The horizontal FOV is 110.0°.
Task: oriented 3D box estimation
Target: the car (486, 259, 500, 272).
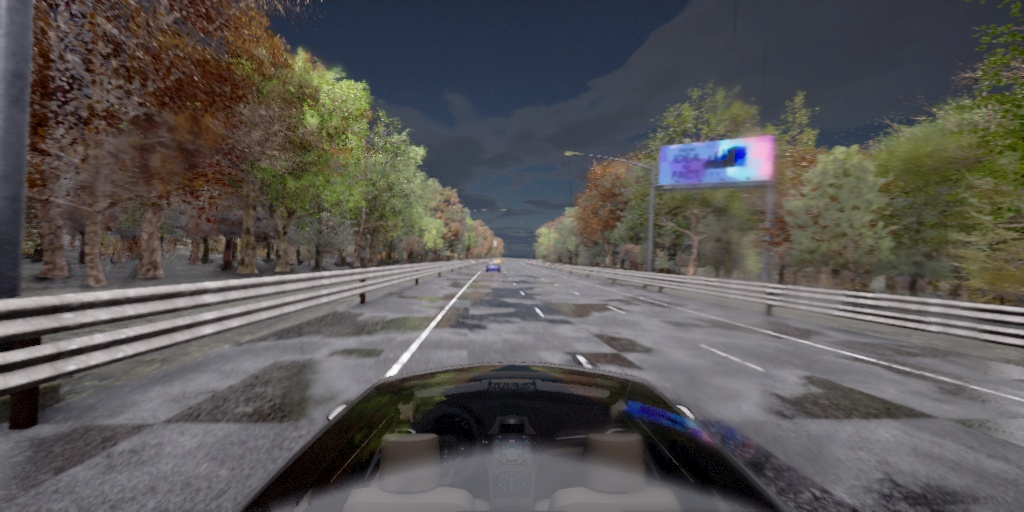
[{"bbox_3d":[-2.636,1.503,50.747,2.163,1.488,4.792,3,-1,-2],"label":"car"}]
